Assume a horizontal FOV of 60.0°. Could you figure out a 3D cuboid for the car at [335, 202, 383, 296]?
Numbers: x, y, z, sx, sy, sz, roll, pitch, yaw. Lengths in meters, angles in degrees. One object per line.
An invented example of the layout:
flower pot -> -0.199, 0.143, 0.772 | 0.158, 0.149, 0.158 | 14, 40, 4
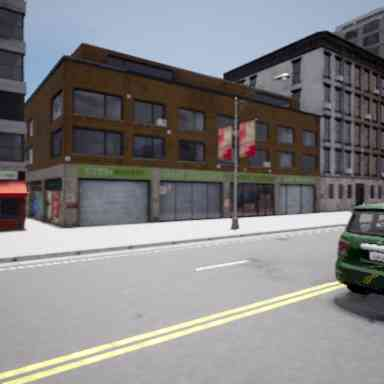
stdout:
car -> 5.520, 1.228, 7.431 | 5.566, 2.045, 2.150 | 0, 0, -35
